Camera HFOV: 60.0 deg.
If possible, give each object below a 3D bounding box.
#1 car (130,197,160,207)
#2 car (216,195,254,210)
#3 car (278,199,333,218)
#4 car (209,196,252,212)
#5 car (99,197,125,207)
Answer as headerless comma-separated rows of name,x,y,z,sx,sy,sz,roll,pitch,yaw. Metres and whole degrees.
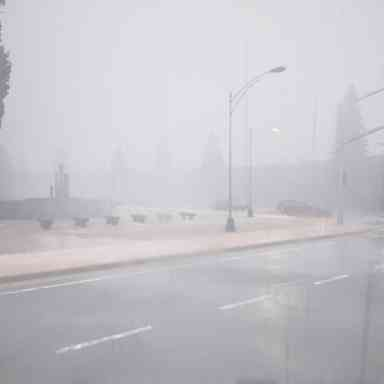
car,-7.450,1.477,52.849,5.008,1.535,1.882,0,0,27
car,5.495,1.352,42.698,2.097,1.767,4.553,0,0,-43
car,10.523,1.526,30.440,1.812,1.442,4.674,0,0,-35
car,4.325,1.548,38.893,2.033,1.411,5.357,0,0,-39
car,-12.632,1.507,51.449,4.892,1.490,1.837,-1,0,22
